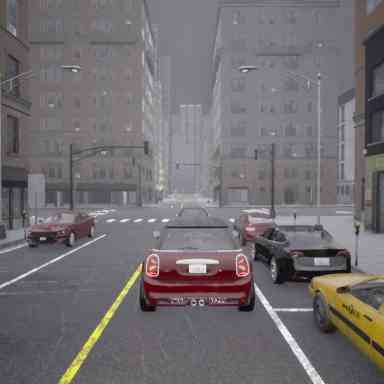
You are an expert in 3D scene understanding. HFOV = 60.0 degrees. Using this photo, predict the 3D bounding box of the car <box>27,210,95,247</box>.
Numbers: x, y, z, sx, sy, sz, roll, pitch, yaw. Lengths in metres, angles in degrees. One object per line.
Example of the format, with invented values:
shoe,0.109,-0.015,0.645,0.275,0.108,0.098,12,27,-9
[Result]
car,-5.704,1.542,14.955,1.887,1.381,4.507,-1,0,0

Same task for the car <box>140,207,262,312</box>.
car,0.088,1.351,7.891,2.097,1.767,4.553,0,0,0

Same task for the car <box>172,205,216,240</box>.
car,0.068,1.544,18.130,2.033,1.411,5.357,0,0,0

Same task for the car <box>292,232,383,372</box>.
car,2.859,1.525,3.970,1.752,1.417,4.829,-1,0,0

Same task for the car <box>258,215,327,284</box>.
car,2.851,1.564,9.386,1.947,1.339,4.313,-1,0,0

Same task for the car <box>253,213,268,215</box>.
car,2.842,1.579,14.972,1.802,1.307,4.206,-1,0,0
